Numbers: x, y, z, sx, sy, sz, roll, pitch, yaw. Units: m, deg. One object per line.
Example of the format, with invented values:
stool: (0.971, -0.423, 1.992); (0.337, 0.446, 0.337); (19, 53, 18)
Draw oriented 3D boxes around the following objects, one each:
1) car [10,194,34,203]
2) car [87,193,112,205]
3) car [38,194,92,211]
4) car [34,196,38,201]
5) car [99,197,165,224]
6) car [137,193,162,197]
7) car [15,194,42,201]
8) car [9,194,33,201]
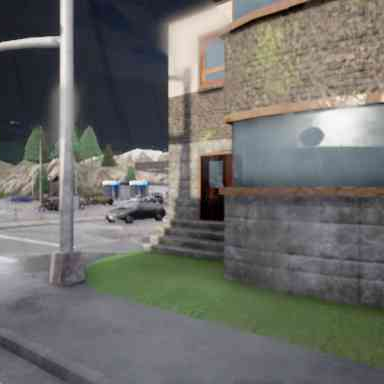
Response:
car: (-31.285, 1.225, 61.186); (1.845, 1.501, 3.633); (0, 0, 35)
car: (-13.376, 1.044, 47.628); (1.932, 1.855, 4.605); (0, 0, 35)
car: (-13.476, 1.257, 35.446); (2.007, 1.523, 4.514); (0, 0, 35)
car: (-23.145, 1.222, 55.390); (2.007, 1.523, 4.514); (0, 0, 35)
car: (-3.725, 1.321, 22.676); (1.812, 1.442, 4.674); (0, 0, 35)
car: (-6.155, 1.030, 52.162); (1.905, 1.878, 3.866); (0, 0, 35)
car: (-36.540, 1.215, 74.285); (2.152, 1.636, 5.027); (0, 0, 35)
car: (-39.134, 1.218, 76.051); (2.007, 1.523, 4.514); (0, 0, 35)
